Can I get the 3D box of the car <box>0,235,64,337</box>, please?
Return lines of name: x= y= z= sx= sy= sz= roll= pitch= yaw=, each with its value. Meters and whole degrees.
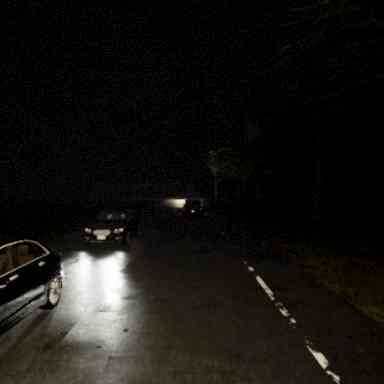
car: x=-3.597 y=1.527 z=5.154 sx=1.837 sy=1.490 sz=4.892 roll=0 pitch=0 yaw=0

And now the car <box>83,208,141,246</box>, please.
car: x=-3.593 y=1.539 z=15.661 sx=2.128 sy=1.511 sz=4.902 roll=0 pitch=0 yaw=0

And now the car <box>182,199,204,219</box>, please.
car: x=0.086 y=1.616 z=30.278 sx=1.994 sy=1.385 sz=4.181 roll=0 pitch=0 yaw=0
